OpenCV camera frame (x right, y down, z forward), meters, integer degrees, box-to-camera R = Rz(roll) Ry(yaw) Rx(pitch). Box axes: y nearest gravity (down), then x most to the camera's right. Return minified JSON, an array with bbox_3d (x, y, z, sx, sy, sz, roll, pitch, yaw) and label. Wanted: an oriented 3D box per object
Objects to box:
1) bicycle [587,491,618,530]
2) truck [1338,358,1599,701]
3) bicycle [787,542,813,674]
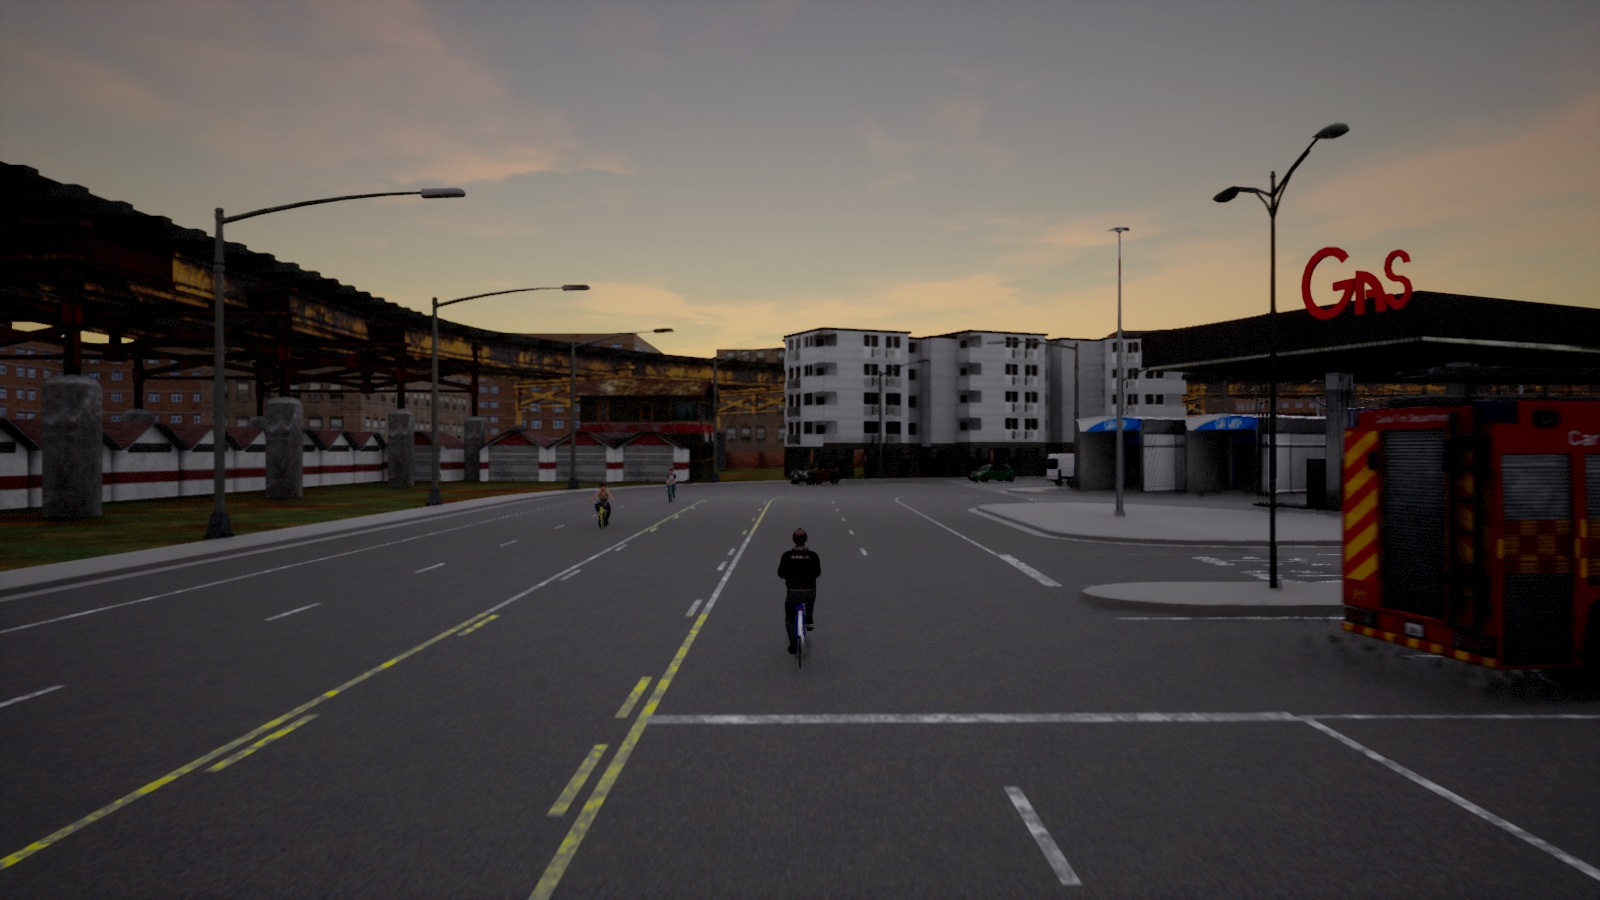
[{"bbox_3d":[-7.004,2.145,40.548,0.859,1.301,1.487,0,0,0],"label":"bicycle"},{"bbox_3d":[11.734,0.890,14.736,8.468,3.827,2.891,0,0,-8],"label":"truck"},{"bbox_3d":[-0.004,2.048,15.184,0.329,1.496,1.835,0,0,0],"label":"bicycle"}]
